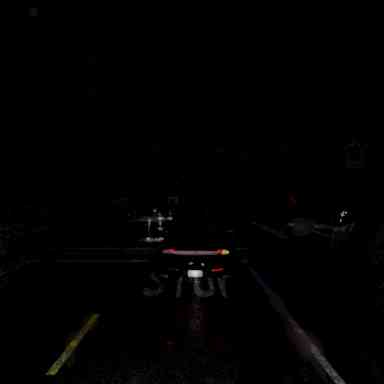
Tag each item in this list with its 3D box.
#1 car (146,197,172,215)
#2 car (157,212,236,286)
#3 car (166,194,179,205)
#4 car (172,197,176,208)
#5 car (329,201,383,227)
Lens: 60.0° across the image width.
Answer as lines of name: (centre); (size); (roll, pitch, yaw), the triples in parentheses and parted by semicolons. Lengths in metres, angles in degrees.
car: (-3.615, 1.578, 34.772); (2.128, 1.511, 4.902); (0, 0, 0)
car: (0.191, 1.516, 9.474); (2.128, 1.511, 4.902); (0, 0, 3)
car: (-3.574, 1.376, 62.323); (2.150, 2.045, 5.566); (0, 0, 0)
car: (-3.616, 1.717, 46.708); (1.895, 1.301, 4.718); (0, 0, 0)
car: (11.824, 1.425, 22.631); (4.553, 1.767, 2.097); (0, 0, -1)
